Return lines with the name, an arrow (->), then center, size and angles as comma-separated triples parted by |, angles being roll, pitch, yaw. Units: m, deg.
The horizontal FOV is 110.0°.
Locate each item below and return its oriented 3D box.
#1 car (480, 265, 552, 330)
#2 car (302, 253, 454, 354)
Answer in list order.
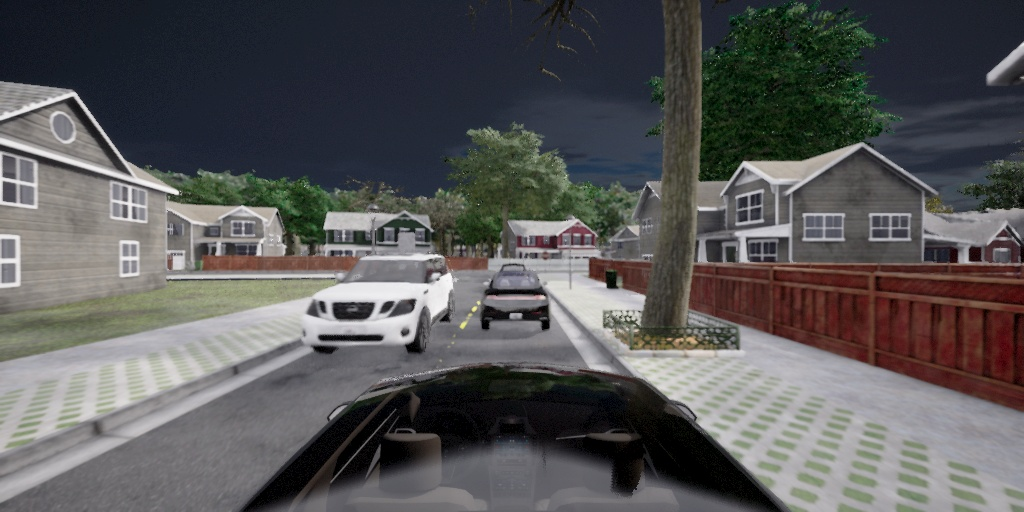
car -> 0.092, 1.205, 10.910 | 2.128, 1.511, 4.902 | 0, 0, 0
car -> -2.853, 0.943, 9.071 | 2.150, 2.045, 5.566 | 0, 0, 0
